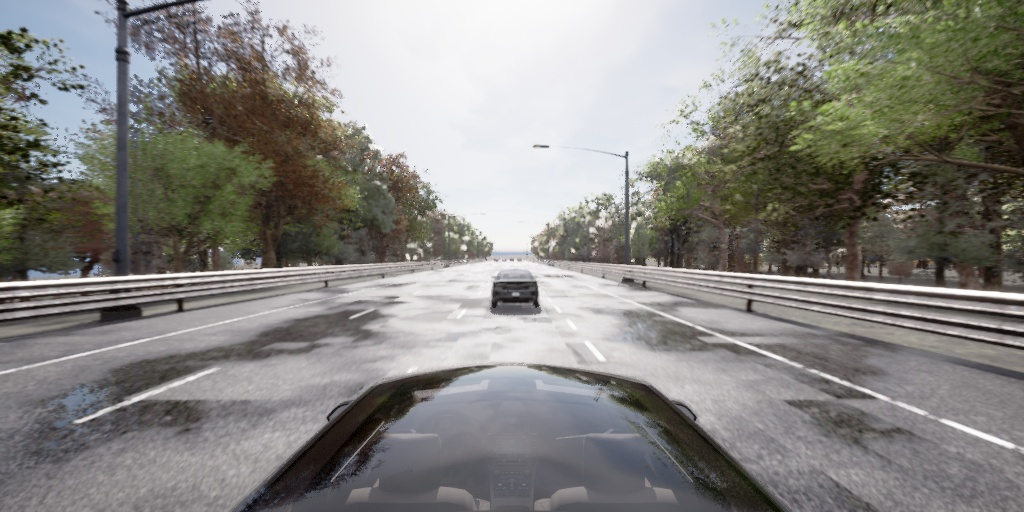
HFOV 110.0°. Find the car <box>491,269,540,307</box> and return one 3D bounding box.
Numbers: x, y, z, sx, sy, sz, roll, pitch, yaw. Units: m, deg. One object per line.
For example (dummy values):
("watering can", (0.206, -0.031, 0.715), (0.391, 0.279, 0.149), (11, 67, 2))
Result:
("car", (0.117, 1.288, 15.780), (1.882, 1.535, 5.008), (0, 0, -1))
